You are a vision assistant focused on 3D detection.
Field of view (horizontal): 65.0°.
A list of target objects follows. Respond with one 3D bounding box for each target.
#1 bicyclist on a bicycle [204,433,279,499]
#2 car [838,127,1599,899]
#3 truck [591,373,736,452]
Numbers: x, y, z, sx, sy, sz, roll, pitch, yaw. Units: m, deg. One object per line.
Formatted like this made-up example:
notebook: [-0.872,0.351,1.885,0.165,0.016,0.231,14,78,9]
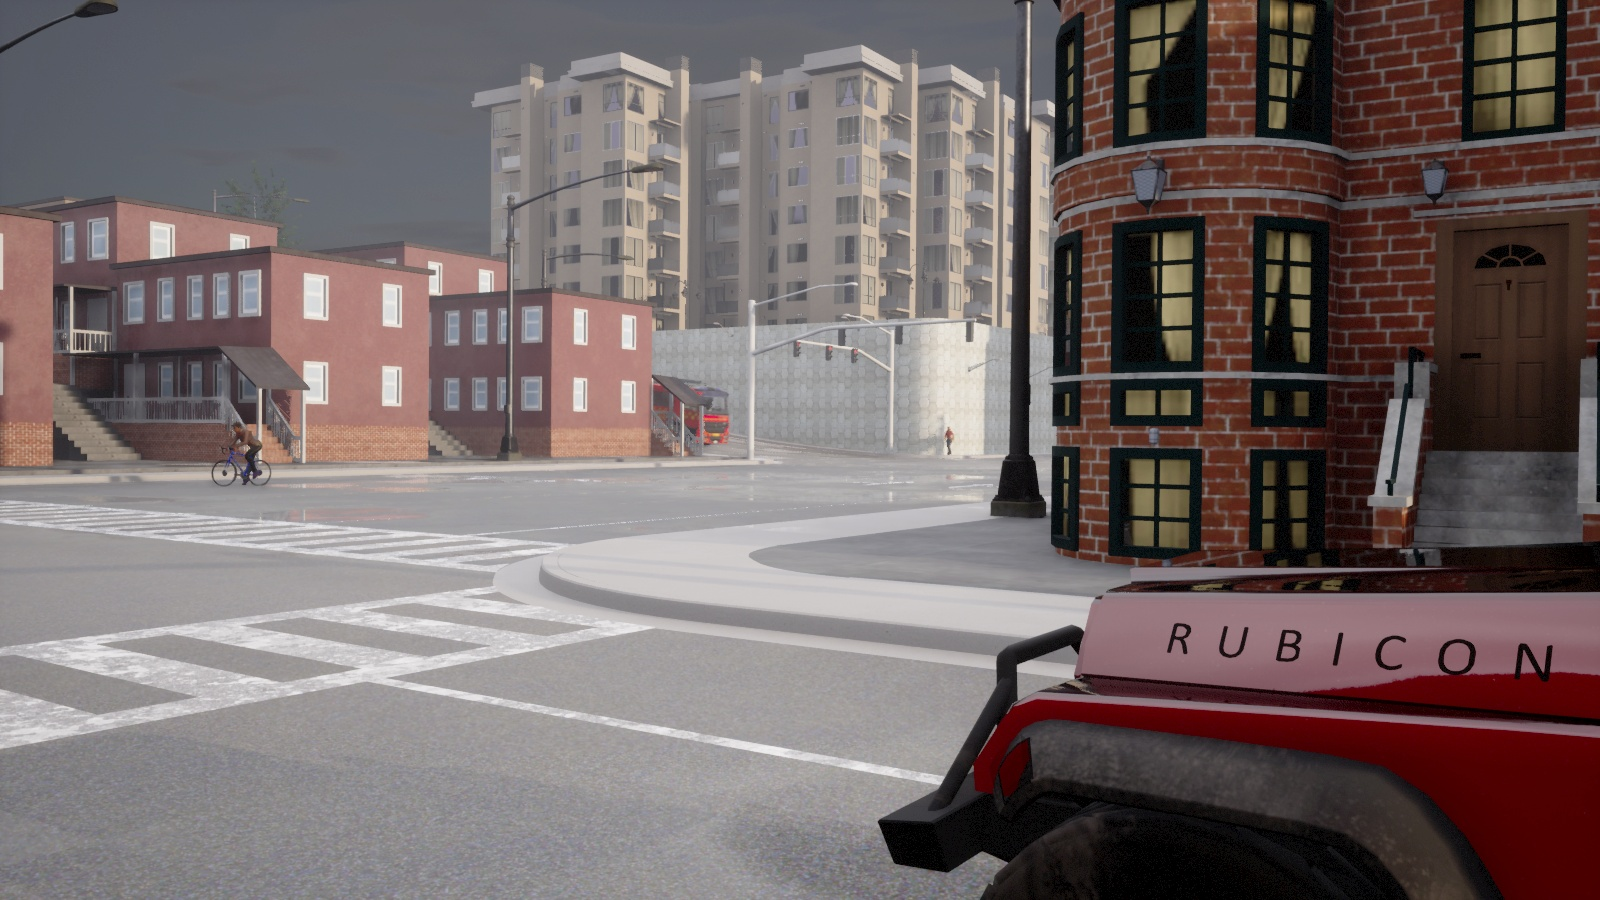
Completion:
bicyclist on a bicycle: [-14.085,0.378,31.701,0.582,1.620,1.656,0,0,33]
car: [2.219,0.478,2.153,3.866,1.878,1.905,0,1,33]
truck: [-8.287,-2.315,75.601,8.468,3.827,2.891,8,5,33]
